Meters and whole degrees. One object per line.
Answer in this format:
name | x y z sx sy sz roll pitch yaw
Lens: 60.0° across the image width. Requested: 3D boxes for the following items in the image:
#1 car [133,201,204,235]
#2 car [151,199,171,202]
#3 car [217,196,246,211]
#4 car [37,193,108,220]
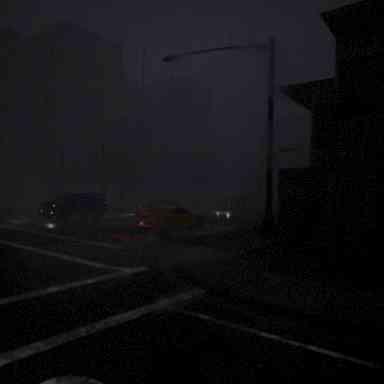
car | -1.209 1.546 19.664 1.882 1.535 5.008 1 0 37
car | -3.348 1.525 34.777 1.837 1.490 4.892 2 0 36
car | 5.708 1.597 47.165 2.150 2.045 5.566 2 -1 36
car | -9.351 1.070 26.533 2.150 2.045 5.566 2 0 36
